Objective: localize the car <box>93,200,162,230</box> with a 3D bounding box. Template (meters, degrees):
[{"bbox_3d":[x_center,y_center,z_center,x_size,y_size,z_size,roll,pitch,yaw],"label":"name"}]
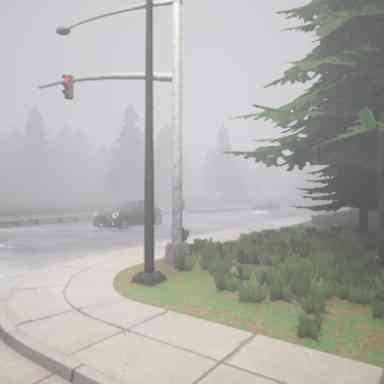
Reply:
[{"bbox_3d":[-3.957,1.324,20.961,2.097,1.767,4.553,0,0,35],"label":"car"}]

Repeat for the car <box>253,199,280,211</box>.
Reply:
[{"bbox_3d":[8.782,1.535,39.184,1.994,1.385,4.181,0,0,36],"label":"car"}]
